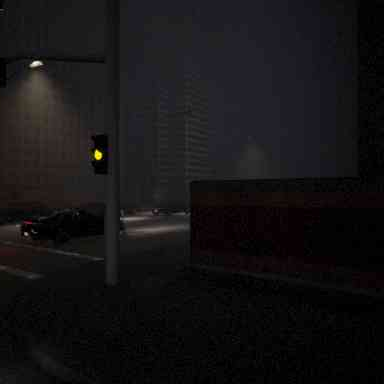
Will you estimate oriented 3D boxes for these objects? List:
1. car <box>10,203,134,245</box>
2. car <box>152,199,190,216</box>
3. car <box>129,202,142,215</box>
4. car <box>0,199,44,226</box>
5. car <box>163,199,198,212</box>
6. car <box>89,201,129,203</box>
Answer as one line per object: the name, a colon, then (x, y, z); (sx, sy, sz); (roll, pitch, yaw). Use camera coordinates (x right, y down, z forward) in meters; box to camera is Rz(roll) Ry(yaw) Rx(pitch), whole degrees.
car: (-5.365, 1.491, 15.594); (2.128, 1.511, 4.902); (0, 0, 35)
car: (-1.898, 1.491, 32.717); (2.128, 1.511, 4.902); (0, 0, 36)
car: (-7.121, 1.547, 31.478); (2.033, 1.411, 5.357); (0, 0, 36)
car: (-12.662, 1.352, 23.793); (2.097, 1.767, 4.553); (0, 0, 36)
car: (-1.322, 1.564, 39.470); (1.994, 1.385, 4.181); (0, 0, 36)
car: (-7.400, 1.505, 25.121); (1.837, 1.490, 4.892); (0, 0, 36)
